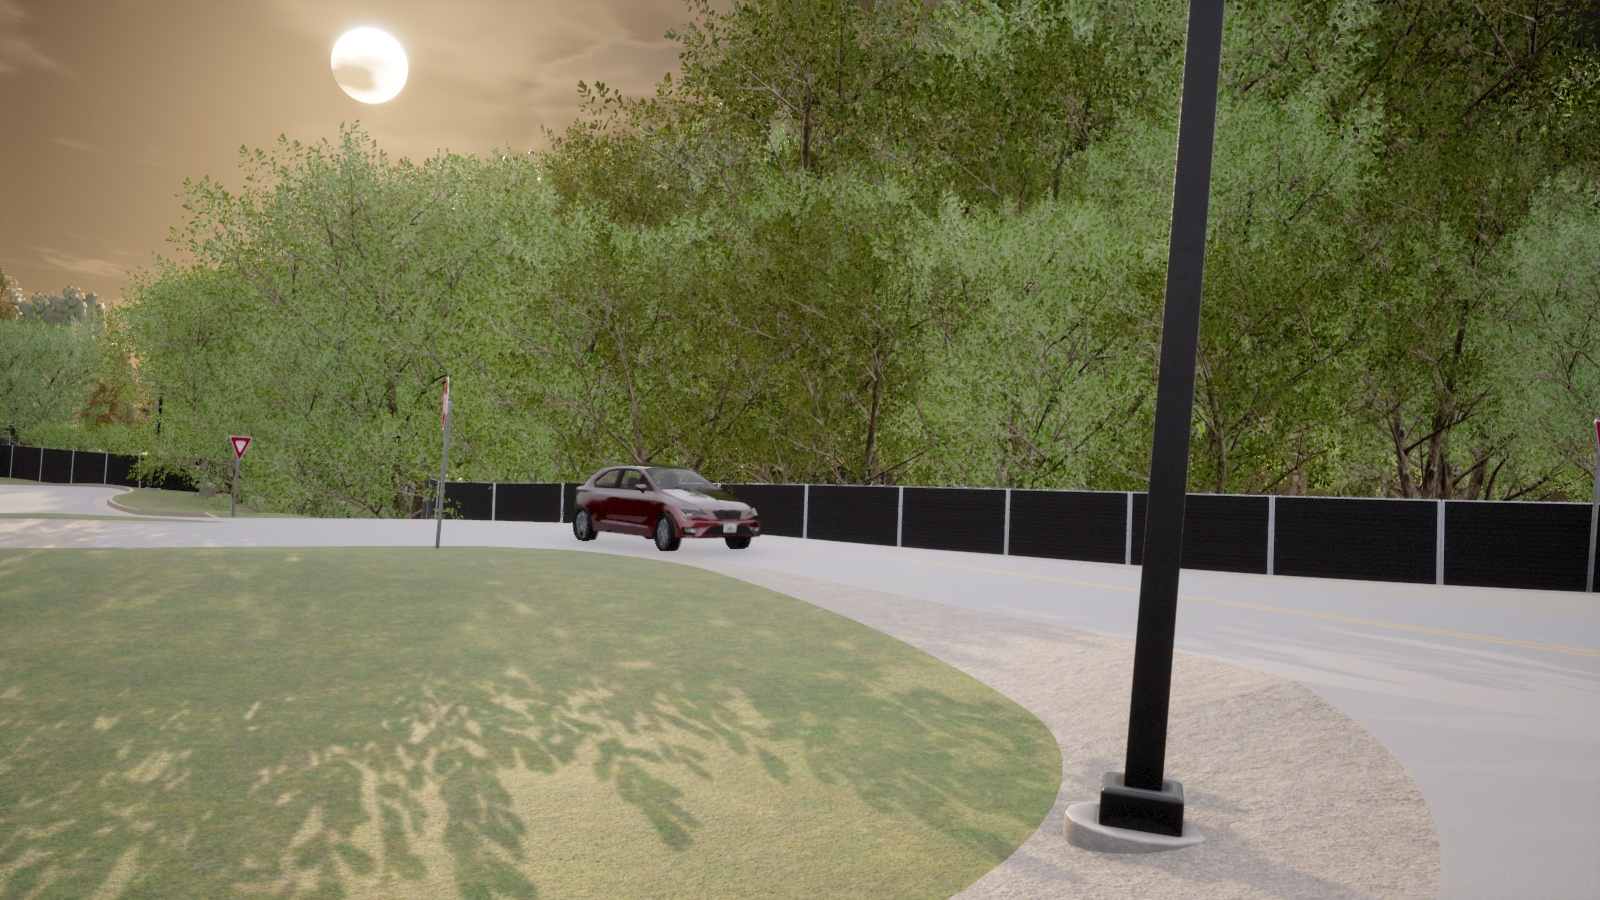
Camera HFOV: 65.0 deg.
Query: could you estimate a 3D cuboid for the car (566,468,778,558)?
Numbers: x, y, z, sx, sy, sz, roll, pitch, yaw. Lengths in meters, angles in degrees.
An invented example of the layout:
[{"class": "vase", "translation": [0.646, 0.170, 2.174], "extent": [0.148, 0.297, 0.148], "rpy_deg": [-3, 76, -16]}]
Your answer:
[{"class": "car", "translation": [-2.417, 1.070, 22.864], "extent": [1.816, 1.474, 4.193], "rpy_deg": [1, -1, -40]}]
